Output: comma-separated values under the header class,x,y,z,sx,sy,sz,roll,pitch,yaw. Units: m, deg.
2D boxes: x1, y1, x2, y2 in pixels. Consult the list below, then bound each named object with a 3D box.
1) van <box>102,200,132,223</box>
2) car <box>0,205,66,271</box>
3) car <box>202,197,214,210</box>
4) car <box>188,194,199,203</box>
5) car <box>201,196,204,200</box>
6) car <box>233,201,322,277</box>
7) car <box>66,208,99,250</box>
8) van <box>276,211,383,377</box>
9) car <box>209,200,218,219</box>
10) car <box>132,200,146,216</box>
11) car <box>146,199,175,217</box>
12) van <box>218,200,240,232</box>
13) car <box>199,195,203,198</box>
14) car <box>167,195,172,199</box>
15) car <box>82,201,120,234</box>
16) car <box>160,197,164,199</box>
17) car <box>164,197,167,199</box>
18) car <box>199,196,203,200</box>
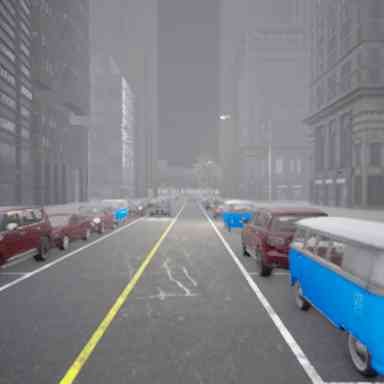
class,x,y,z,sx,sy,sz,roll,pitch,yaw
van,-5.769,1.447,24.273,1.690,1.788,3.998,-1,0,0
car,-5.772,1.359,9.615,2.192,1.841,5.009,-1,0,0
car,2.764,1.758,45.852,1.947,1.339,4.313,-1,0,0
car,0.016,1.641,73.445,2.128,1.511,4.902,0,0,0
car,2.765,1.777,51.055,1.947,1.339,4.313,-1,0,0
car,2.779,1.362,10.407,2.192,1.841,5.009,-1,0,0
car,-5.768,1.610,14.500,1.887,1.381,4.507,-1,0,0
van,2.772,1.365,5.320,1.690,1.788,3.998,-1,0,0
car,2.761,1.713,30.244,1.802,1.307,4.206,-1,0,0
car,-5.766,1.588,34.223,1.967,1.590,4.097,-1,0,0
car,-2.993,1.709,32.774,1.994,1.385,4.181,0,0,0
van,2.793,1.431,20.582,1.690,1.788,3.998,-1,0,0
car,2.769,1.784,66.833,1.752,1.417,4.829,-1,0,0
car,-5.757,1.809,66.491,2.008,1.369,4.403,-1,0,0
car,-5.769,1.526,19.386,1.967,1.590,4.097,-1,0,0
car,-5.761,1.754,50.358,1.887,1.381,4.507,-1,0,0
car,-5.759,1.809,55.735,1.802,1.307,4.206,-1,0,0
car,2.766,1.779,56.257,2.008,1.369,4.403,-1,0,0
